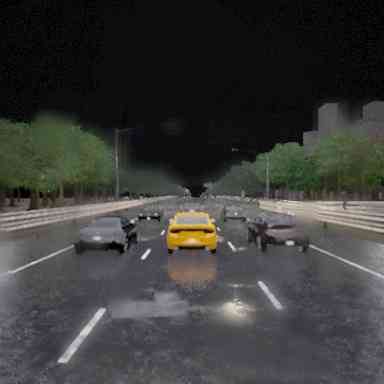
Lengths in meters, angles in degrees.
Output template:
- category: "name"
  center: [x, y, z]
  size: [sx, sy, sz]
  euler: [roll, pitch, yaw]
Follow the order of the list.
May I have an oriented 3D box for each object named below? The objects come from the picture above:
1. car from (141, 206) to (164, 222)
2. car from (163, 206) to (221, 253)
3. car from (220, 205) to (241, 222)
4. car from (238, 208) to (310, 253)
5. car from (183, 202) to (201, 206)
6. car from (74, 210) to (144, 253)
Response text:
- category: "car"
  center: [-3.496, 1.871, 29.106]
  size: [1.895, 1.301, 4.718]
  euler: [0, 0, 0]
- category: "car"
  center: [0.008, 1.615, 14.460]
  size: [1.882, 1.535, 5.008]
  euler: [0, 0, 0]
- category: "car"
  center: [3.503, 1.817, 28.987]
  size: [2.033, 1.411, 5.357]
  euler: [0, 0, 0]
- category: "car"
  center: [3.506, 1.629, 14.296]
  size: [2.128, 1.511, 4.902]
  euler: [0, 0, 0]
- category: "car"
  center: [0.005, 1.620, 29.078]
  size: [2.097, 1.767, 4.553]
  euler: [0, -1, 0]
- category: "car"
  center: [-3.494, 1.701, 14.289]
  size: [1.994, 1.385, 4.181]
  euler: [0, -1, 0]
